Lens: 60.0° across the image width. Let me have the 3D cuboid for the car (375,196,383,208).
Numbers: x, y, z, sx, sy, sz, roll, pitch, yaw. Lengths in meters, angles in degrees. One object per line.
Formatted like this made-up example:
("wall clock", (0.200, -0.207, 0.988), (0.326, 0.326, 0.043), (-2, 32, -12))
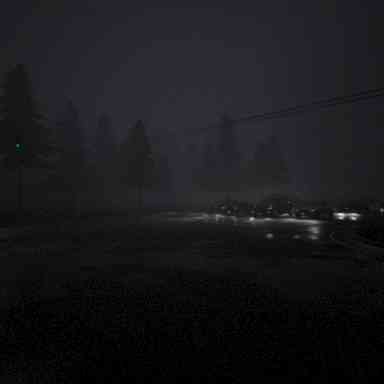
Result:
("car", (26.905, 1.390, 44.553), (5.357, 1.411, 2.033), (0, 0, -44))

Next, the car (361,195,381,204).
("car", (31.742, 1.349, 58.899), (4.674, 1.442, 1.812), (0, 0, -44))

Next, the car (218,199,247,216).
("car", (5.061, 1.581, 33.033), (4.718, 1.301, 1.895), (0, 0, -45))

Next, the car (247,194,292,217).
("car", (7.429, 1.315, 30.445), (4.553, 1.767, 2.097), (0, 0, -45))

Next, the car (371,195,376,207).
("car", (24.094, 1.409, 46.703), (5.357, 1.411, 2.033), (0, 0, -44))

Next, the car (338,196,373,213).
("car", (17.001, 1.467, 34.931), (4.181, 1.385, 1.994), (0, 0, -44))

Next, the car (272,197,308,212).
("car", (11.680, 1.417, 39.515), (5.008, 1.535, 1.882), (0, 0, -44))

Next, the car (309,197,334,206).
("car", (20.684, 1.488, 53.138), (4.718, 1.301, 1.895), (0, 0, -44))

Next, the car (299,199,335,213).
("car", (13.883, 1.525, 36.782), (4.718, 1.301, 1.895), (0, 0, -45))

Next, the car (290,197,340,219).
("car", (10.671, 1.467, 28.746), (4.674, 1.442, 1.812), (0, 0, -45))

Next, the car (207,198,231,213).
("car", (3.735, 1.468, 36.652), (5.008, 1.535, 1.882), (0, 0, -44))
